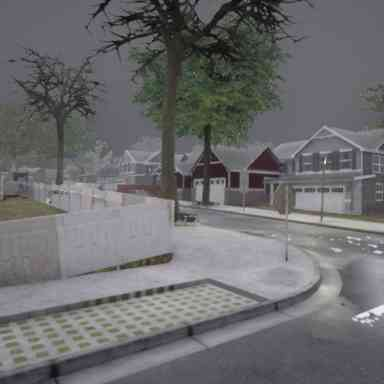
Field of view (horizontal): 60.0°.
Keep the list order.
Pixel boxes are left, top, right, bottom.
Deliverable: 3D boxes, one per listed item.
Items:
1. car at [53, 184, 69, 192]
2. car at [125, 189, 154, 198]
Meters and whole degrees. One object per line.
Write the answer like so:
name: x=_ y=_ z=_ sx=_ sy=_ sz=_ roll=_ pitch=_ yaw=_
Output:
car: x=-18.483 y=-0.462 z=46.774 sx=1.812 sy=1.442 sz=4.674 roll=1 pitch=2 yaw=-35
car: x=-5.358 y=0.382 z=32.568 sx=1.994 sy=1.385 sz=4.181 roll=1 pitch=2 yaw=-35
